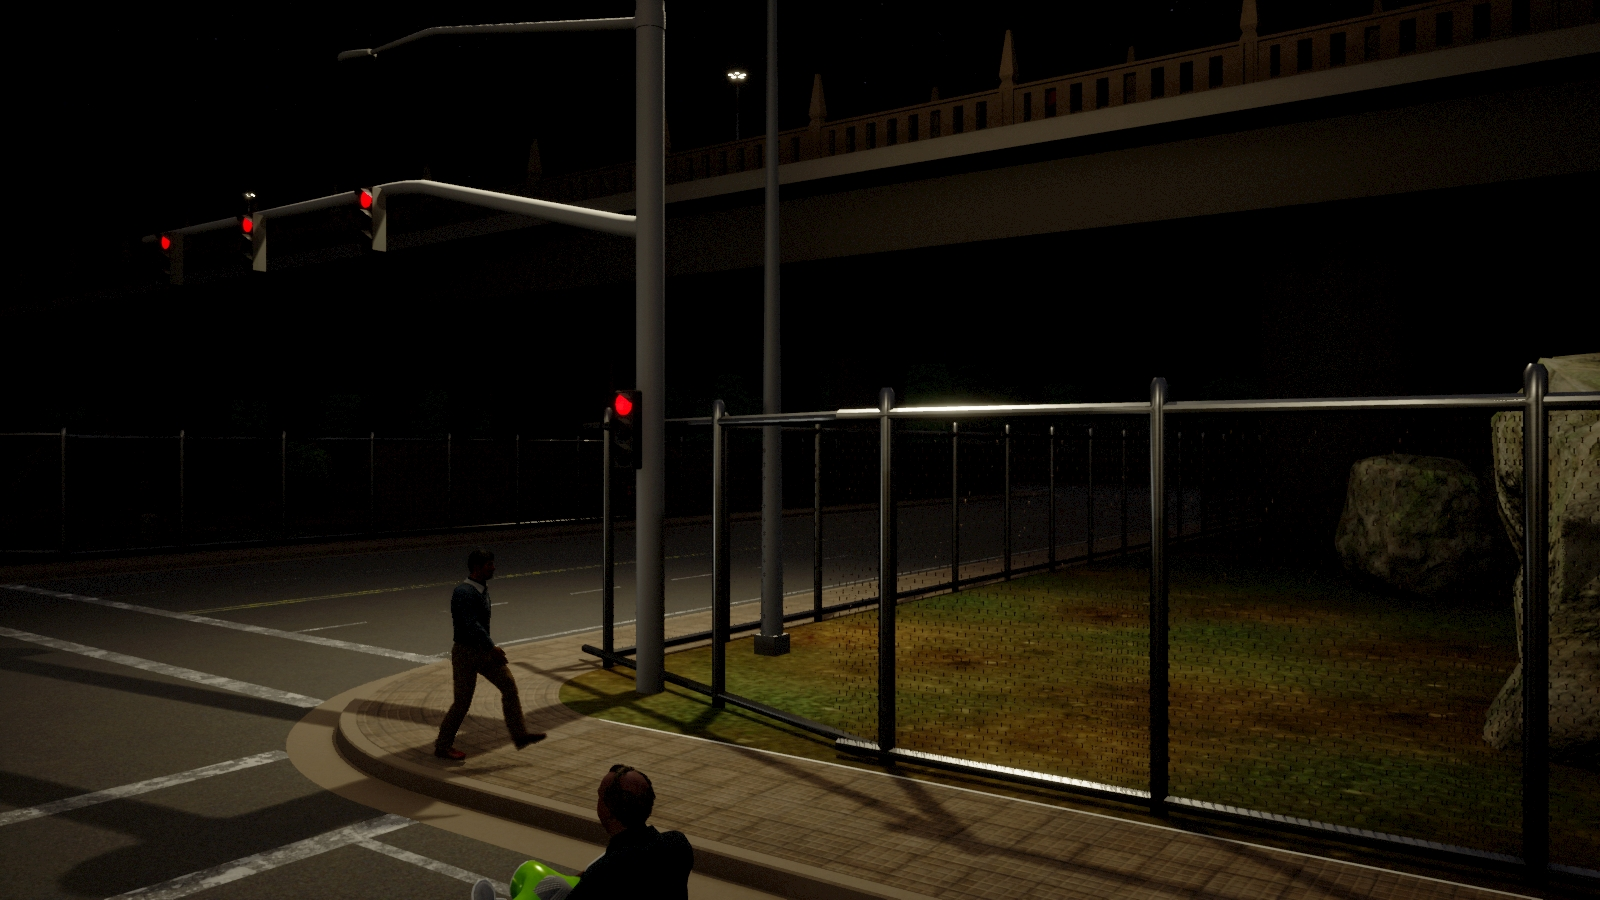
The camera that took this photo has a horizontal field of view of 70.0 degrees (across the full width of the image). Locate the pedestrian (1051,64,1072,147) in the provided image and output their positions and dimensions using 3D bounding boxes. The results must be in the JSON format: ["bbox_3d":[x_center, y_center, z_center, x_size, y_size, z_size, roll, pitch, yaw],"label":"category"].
[{"bbox_3d":[6.301,-8.303,27.570,0.375,1.860,0.375,0,0,35],"label":"pedestrian"}]

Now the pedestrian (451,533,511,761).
[{"bbox_3d":[-2.693,1.643,9.660,0.375,1.860,0.375,0,0,7],"label":"pedestrian"}]
